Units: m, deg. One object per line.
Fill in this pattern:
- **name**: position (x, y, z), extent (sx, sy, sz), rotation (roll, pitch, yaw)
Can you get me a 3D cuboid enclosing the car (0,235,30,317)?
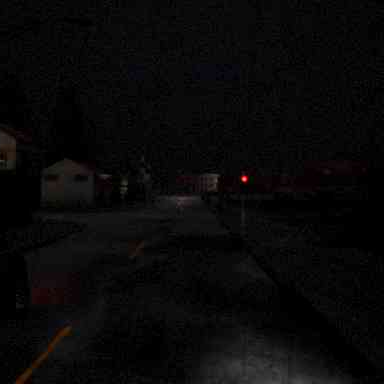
- **car**: position (-4.085, 1.327, 4.305), extent (2.097, 1.767, 4.553), rotation (0, 0, 0)
